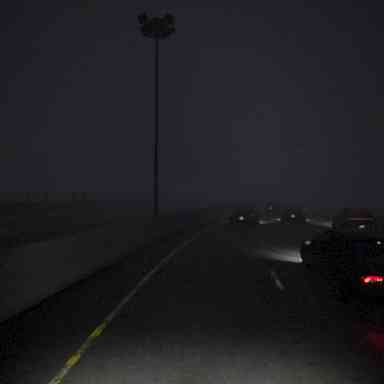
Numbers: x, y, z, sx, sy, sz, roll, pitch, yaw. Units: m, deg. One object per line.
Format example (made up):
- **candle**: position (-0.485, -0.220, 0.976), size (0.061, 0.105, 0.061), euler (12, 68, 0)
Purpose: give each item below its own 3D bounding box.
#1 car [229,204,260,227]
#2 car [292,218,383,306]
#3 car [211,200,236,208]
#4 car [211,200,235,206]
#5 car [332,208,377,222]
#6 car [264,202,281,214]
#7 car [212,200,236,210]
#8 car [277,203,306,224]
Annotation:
- **car**: position (4.012, 1.829, 25.167), size (1.994, 1.385, 4.181), euler (0, -1, 16)
- **car**: position (4.147, 1.648, 8.381), size (2.033, 1.411, 5.357), euler (0, -1, 6)
- **car**: position (5.874, 2.176, 61.294), size (2.033, 1.411, 5.357), euler (0, -1, 35)
- **car**: position (3.912, 2.003, 44.434), size (2.033, 1.411, 5.357), euler (0, -1, 27)
- **car**: position (9.992, 1.737, 20.682), size (2.128, 1.511, 4.902), euler (0, -1, 14)
- **car**: position (10.239, 1.949, 40.986), size (2.163, 1.488, 4.792), euler (0, -1, 26)
- **car**: position (5.335, 2.034, 54.115), size (1.882, 1.535, 5.008), euler (0, -1, 32)
- **car**: position (8.451, 1.872, 27.695), size (1.994, 1.385, 4.181), euler (0, -1, 18)
